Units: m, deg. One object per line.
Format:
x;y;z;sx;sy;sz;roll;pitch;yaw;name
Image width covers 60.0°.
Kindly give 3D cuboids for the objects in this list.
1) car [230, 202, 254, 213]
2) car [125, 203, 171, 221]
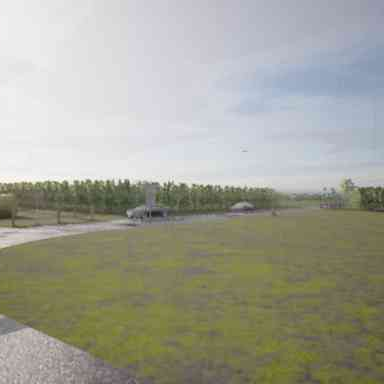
6.899;2.136;45.633;1.812;1.442;4.674;-1;-1;36;car
-3.950;1.804;30.499;2.128;1.511;4.902;-1;-1;36;car
